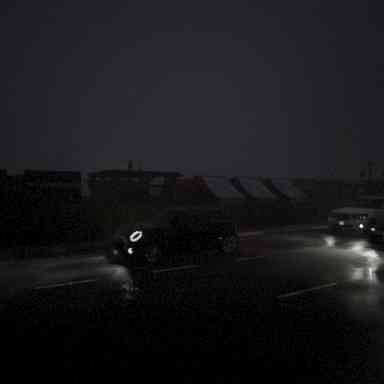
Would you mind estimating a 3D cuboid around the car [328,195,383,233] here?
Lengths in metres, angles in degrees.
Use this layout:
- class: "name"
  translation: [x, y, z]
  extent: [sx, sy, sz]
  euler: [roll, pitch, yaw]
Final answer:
- class: "car"
  translation: [10.049, 1.214, 18.631]
  extent: [5.566, 2.045, 2.150]
  euler: [-1, 1, -32]

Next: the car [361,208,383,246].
- class: "car"
  translation: [9.514, 1.526, 14.131]
  extent: [4.674, 1.442, 1.812]
  euler: [0, 0, -32]

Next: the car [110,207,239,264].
- class: "car"
  translation: [-0.558, 1.351, 11.902]
  extent: [4.553, 1.767, 2.097]
  euler: [0, 0, -32]
